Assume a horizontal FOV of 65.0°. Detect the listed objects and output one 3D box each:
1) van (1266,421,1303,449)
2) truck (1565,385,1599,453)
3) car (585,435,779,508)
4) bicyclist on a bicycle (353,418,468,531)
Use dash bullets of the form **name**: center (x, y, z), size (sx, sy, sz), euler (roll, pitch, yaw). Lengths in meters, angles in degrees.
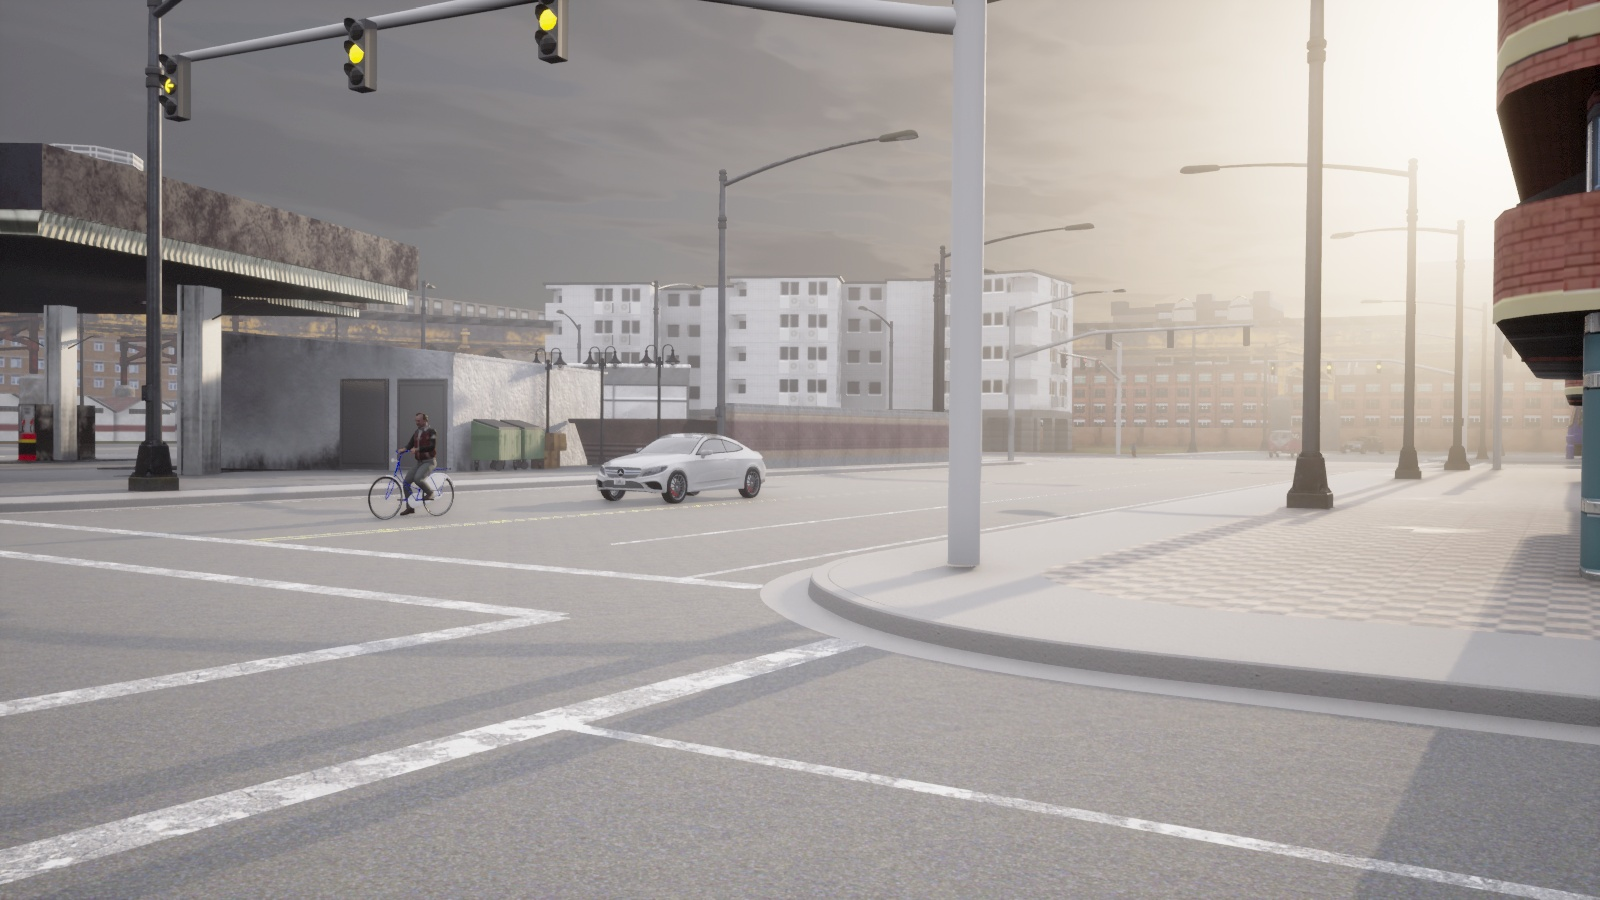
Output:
- **van**: center (35.150, -1.077, 91.048), size (1.775, 1.987, 4.442), euler (0, 1, 31)
- **truck**: center (43.929, -1.665, 64.401), size (7.936, 3.462, 2.891), euler (-1, 0, 32)
- **car**: center (-2.468, 0.404, 27.508), size (1.812, 1.442, 4.674), euler (0, 1, 31)
- **bicyclist on a bicycle**: center (-6.427, 0.376, 20.823), size (0.659, 1.776, 1.843), euler (0, 1, 31)
